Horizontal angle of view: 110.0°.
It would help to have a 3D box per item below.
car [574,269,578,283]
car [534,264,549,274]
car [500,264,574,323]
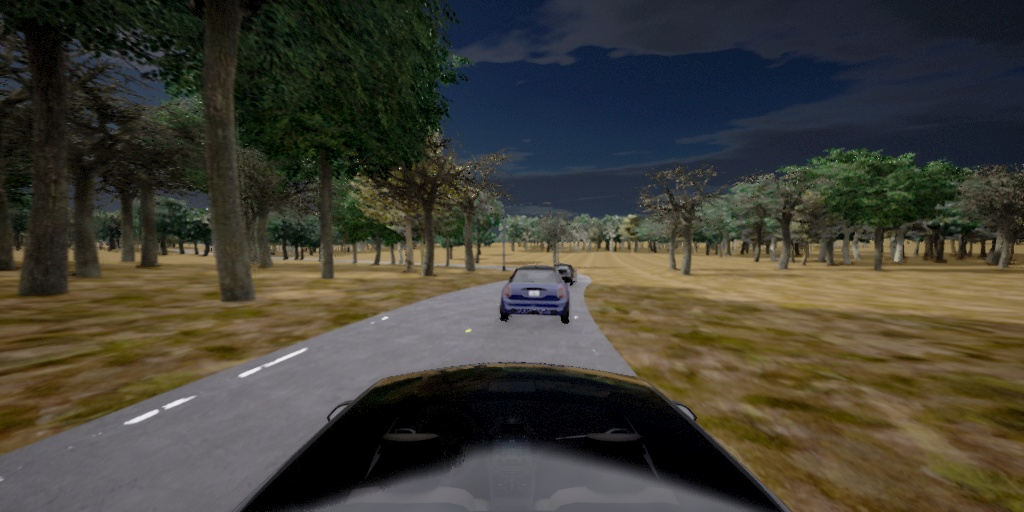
[{"bbox_3d":[3.905,1.388,27.467,1.837,1.490,4.892,1,0,14],"label":"car"},{"bbox_3d":[4.137,1.821,50.941,1.895,1.301,4.718,0,-1,1],"label":"car"},{"bbox_3d":[0.915,1.108,12.491,2.097,1.767,4.553,1,0,8],"label":"car"}]
